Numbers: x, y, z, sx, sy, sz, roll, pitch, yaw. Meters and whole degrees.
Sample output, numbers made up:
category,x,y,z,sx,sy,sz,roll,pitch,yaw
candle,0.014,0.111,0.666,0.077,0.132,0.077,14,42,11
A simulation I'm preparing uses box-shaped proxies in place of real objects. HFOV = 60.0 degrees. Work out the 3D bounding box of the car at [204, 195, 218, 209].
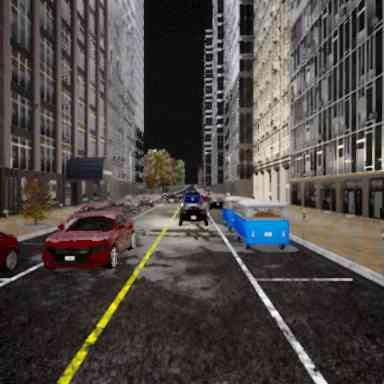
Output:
category,x,y,z,sx,sy,sz,roll,pitch,yaw
car,2.683,1.284,36.362,1.947,1.339,4.313,0,0,0

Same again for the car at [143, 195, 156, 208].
category,x,y,z,sx,sy,sz,roll,pitch,yaw
car,-5.698,1.111,42.058,1.967,1.590,4.097,0,0,0

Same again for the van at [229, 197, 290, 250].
category,x,y,z,sx,sy,sz,roll,pitch,yaw
van,2.687,1.239,13.566,1.690,1.788,3.998,0,0,0

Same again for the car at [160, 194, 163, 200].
category,x,y,z,sx,sy,sz,roll,pitch,yaw
car,-5.703,0.987,70.548,2.008,1.369,4.403,0,0,0

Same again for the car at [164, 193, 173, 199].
category,x,y,z,sx,sy,sz,roll,pitch,yaw
car,-5.705,0.879,81.948,1.887,1.381,4.507,0,1,0

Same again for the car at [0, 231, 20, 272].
category,x,y,z,sx,sy,sz,roll,pitch,yaw
car,-5.693,1.522,7.870,1.802,1.307,4.206,0,0,0

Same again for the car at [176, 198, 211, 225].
category,x,y,z,sx,sy,sz,roll,pitch,yaw
car,0.097,1.357,22.224,1.812,1.442,4.674,0,0,0

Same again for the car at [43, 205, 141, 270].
category,x,y,z,sx,sy,sz,roll,pitch,yaw
car,-3.101,1.395,10.948,1.882,1.535,5.008,0,0,0

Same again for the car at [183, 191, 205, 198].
category,x,y,z,sx,sy,sz,roll,pitch,yaw
car,0.104,0.904,40.989,2.150,2.045,5.566,0,1,0

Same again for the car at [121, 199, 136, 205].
category,x,y,z,sx,sy,sz,roll,pitch,yaw
car,-5.695,1.392,24.965,1.802,1.307,4.206,0,0,0

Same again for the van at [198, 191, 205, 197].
category,x,y,z,sx,sy,sz,roll,pitch,yaw
van,2.677,0.551,93.351,1.690,1.788,3.998,0,1,0

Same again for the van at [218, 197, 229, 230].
category,x,y,z,sx,sy,sz,roll,pitch,yaw
van,2.686,1.196,19.265,1.690,1.788,3.998,0,0,0

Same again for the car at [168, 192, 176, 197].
category,x,y,z,sx,sy,sz,roll,pitch,yaw
car,-5.705,0.776,93.351,1.947,1.339,4.313,0,1,0

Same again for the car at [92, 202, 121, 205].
category,x,y,z,sx,sy,sz,roll,pitch,yaw
car,-5.695,1.399,19.266,1.887,1.381,4.507,0,0,0

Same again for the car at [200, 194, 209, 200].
category,x,y,z,sx,sy,sz,roll,pitch,yaw
car,2.677,1.018,70.548,1.802,1.307,4.206,0,1,0

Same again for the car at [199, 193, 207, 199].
category,x,y,z,sx,sy,sz,roll,pitch,yaw
car,2.676,0.885,81.949,2.008,1.369,4.403,0,1,0

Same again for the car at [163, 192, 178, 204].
category,x,y,z,sx,sy,sz,roll,pitch,yaw
car,-3.084,1.111,52.515,1.812,1.442,4.674,0,0,0

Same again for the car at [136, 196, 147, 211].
category,x,y,z,sx,sy,sz,roll,pitch,yaw
car,-5.696,1.315,30.662,2.008,1.369,4.403,0,0,0
